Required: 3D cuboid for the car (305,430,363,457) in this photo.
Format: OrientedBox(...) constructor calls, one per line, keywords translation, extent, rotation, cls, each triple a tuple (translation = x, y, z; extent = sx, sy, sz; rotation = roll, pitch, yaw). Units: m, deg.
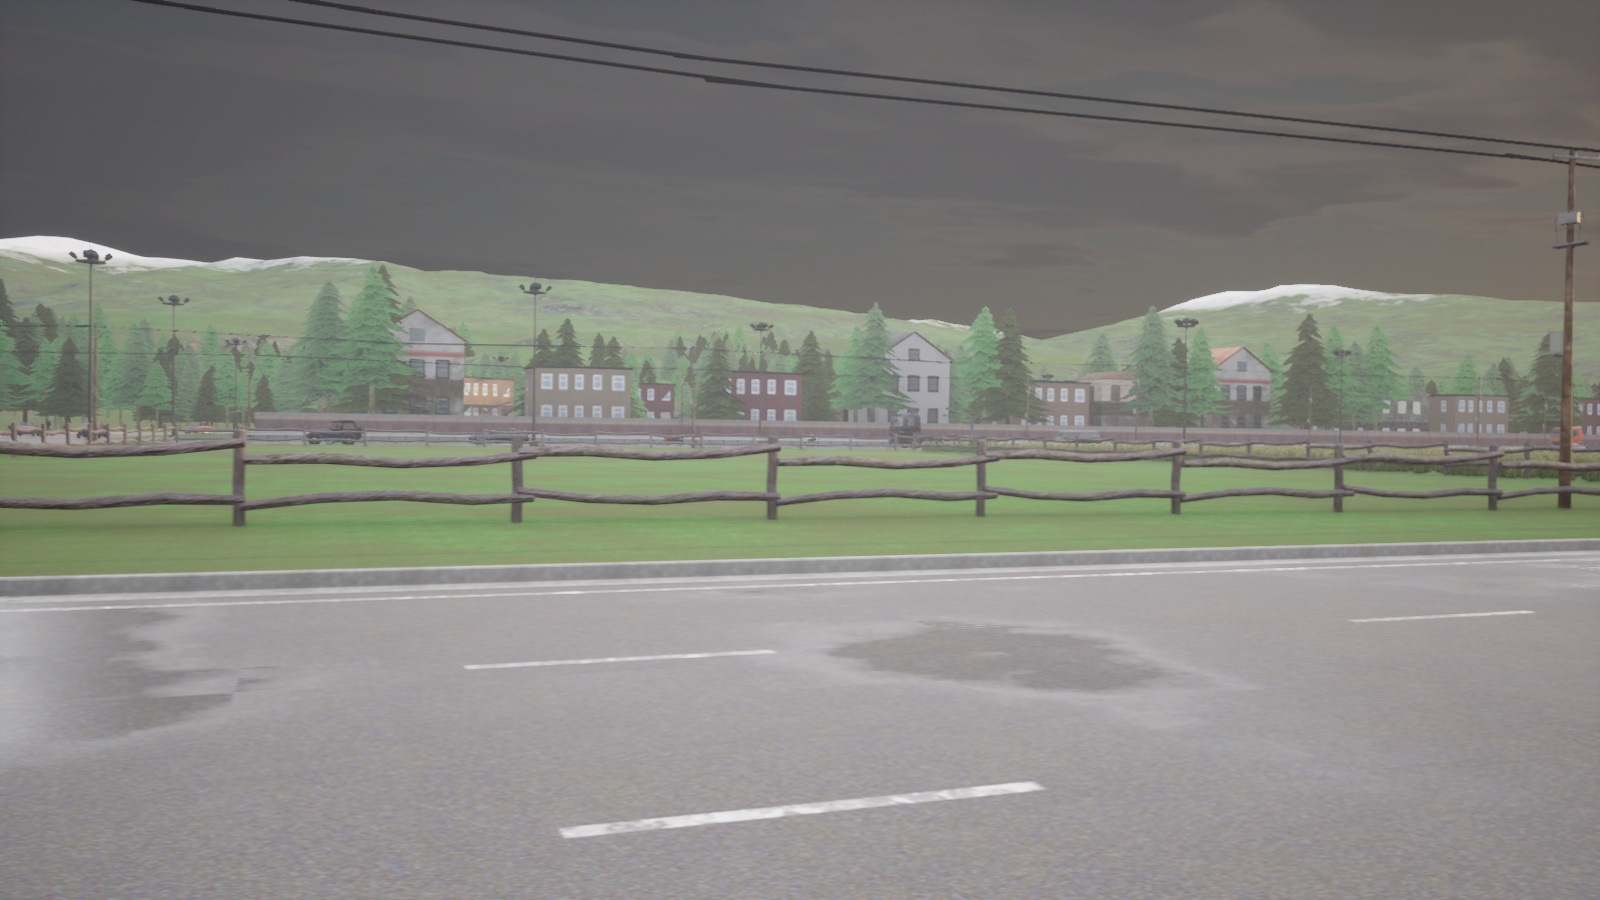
OrientedBox(translation=(-33.524, -0.508, 90.380), extent=(3.866, 1.878, 1.905), rotation=(-1, 1, -21), cls="car")
